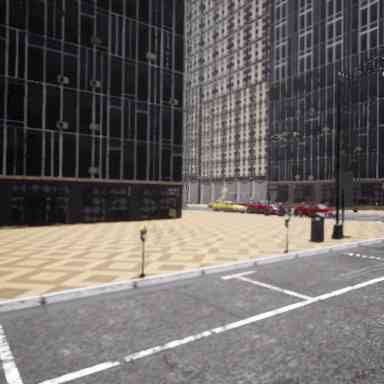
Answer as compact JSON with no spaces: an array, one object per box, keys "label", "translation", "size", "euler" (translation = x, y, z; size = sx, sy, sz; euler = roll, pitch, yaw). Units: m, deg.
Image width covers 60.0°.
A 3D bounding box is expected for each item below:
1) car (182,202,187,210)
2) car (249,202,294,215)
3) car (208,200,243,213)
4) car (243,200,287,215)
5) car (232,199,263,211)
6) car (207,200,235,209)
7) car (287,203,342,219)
[{"label":"car","translation":[-2.289,1.709,47.256],"size":[1.967,1.590,4.097],"euler":[0,-1,-35]},{"label":"car","translation":[8.624,1.769,36.336],"size":[1.895,1.301,4.718],"euler":[1,-1,-35]},{"label":"car","translation":[4.317,1.683,37.796],"size":[1.752,1.417,4.829],"euler":[0,-1,-35]},{"label":"car","translation":[7.473,1.545,33.277],"size":[1.967,1.590,4.097],"euler":[0,-1,-35]},{"label":"car","translation":[7.836,1.791,47.393],"size":[1.967,1.590,4.097],"euler":[0,-1,-35]},{"label":"car","translation":[4.485,1.932,52.191],"size":[1.752,1.417,4.829],"euler":[0,-1,-35]},{"label":"car","translation":[10.727,1.633,28.616],"size":[1.802,1.307,4.206],"euler":[0,-1,-35]}]
